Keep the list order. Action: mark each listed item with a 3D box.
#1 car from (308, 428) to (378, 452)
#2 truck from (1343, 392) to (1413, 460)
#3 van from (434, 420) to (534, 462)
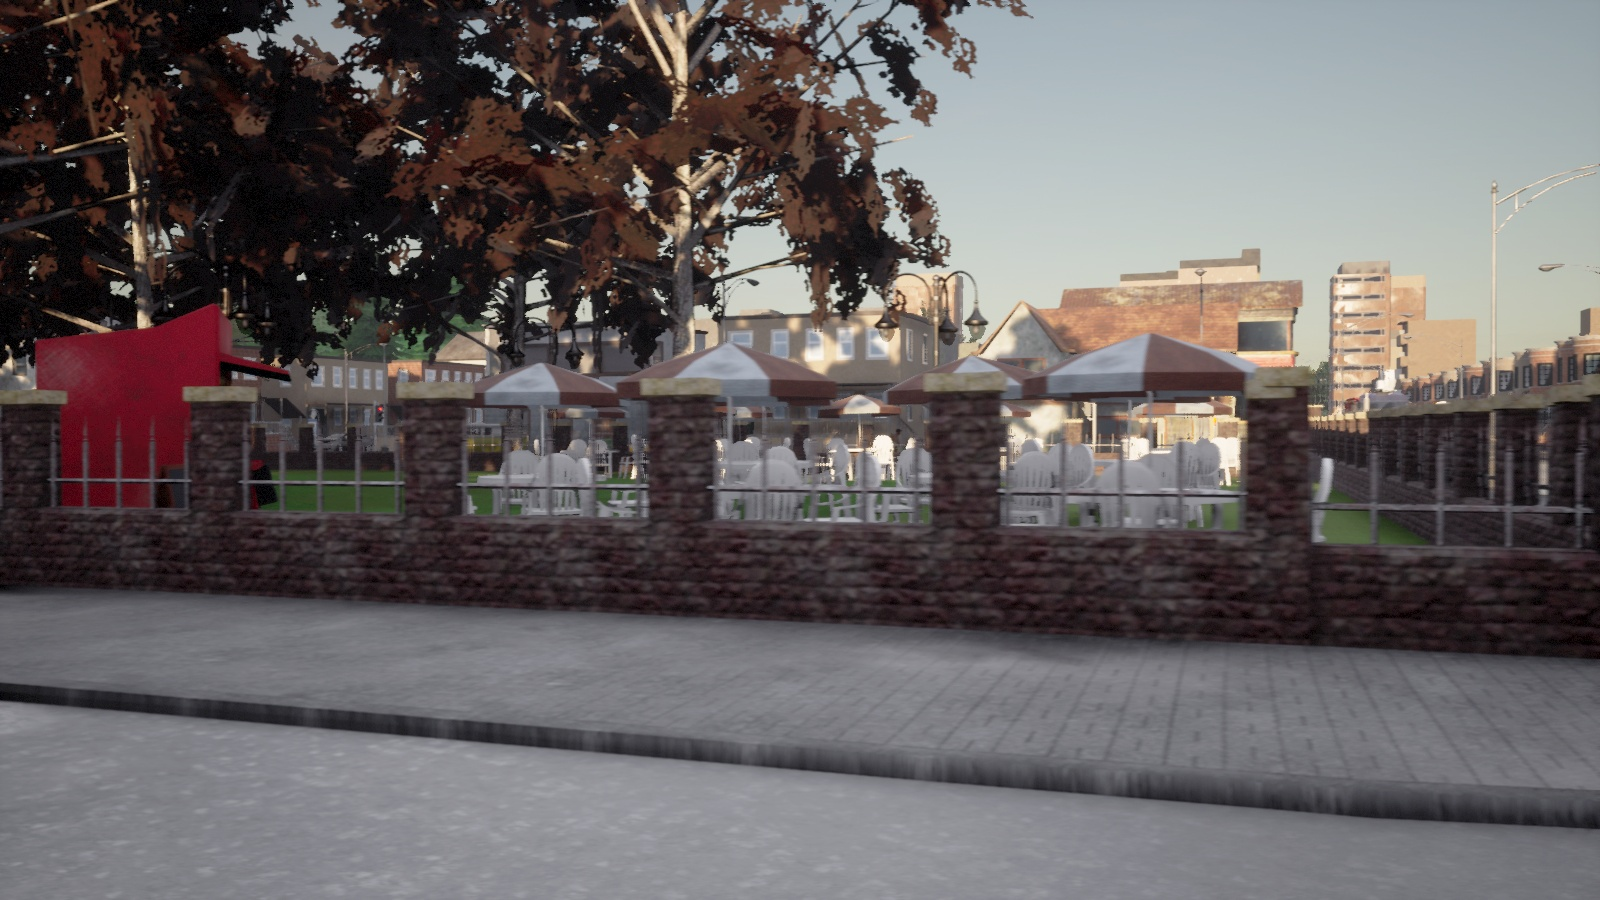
[{"bbox_3d":[-31.167,-0.698,85.832,2.007,1.525,4.514,1,1,21],"label":"car"},{"bbox_3d":[34.493,-1.413,75.166,2.891,3.827,8.468,1,1,19],"label":"truck"},{"bbox_3d":[-15.307,-0.441,60.884,4.442,1.987,1.775,1,1,19],"label":"van"}]
